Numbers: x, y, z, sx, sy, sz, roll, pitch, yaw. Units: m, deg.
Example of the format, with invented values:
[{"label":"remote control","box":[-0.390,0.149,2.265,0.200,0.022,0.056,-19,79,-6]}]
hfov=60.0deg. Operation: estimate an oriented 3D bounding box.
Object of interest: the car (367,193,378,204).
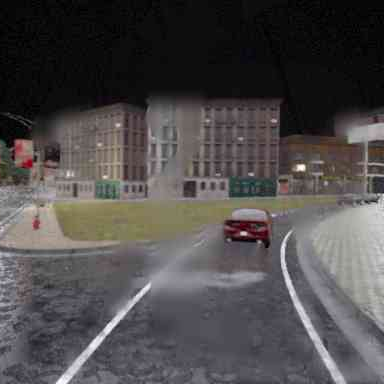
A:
[{"label":"car","box":[23.766,0.848,45.439,4.181,1.385,1.994,-2,3,-41]}]

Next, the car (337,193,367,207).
[{"label":"car","box":[19.613,0.952,41.143,1.837,1.490,4.892,2,3,44]}]

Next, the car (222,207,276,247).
[{"label":"car","box":[2.647,1.392,14.922,1.882,1.535,5.008,1,1,16]}]
